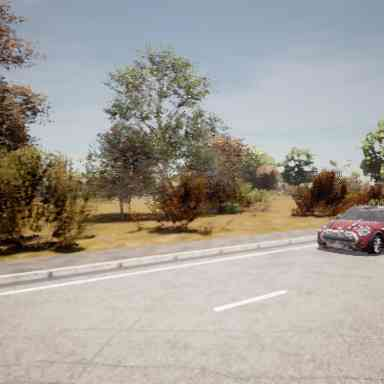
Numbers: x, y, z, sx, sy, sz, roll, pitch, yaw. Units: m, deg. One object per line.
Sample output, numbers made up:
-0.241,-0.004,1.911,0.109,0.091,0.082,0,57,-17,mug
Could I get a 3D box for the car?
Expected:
7.070,1.355,13.333,4.553,1.767,2.097,0,0,-35,car
